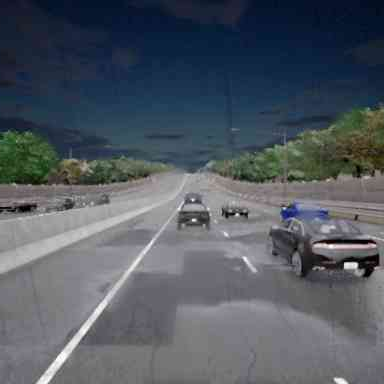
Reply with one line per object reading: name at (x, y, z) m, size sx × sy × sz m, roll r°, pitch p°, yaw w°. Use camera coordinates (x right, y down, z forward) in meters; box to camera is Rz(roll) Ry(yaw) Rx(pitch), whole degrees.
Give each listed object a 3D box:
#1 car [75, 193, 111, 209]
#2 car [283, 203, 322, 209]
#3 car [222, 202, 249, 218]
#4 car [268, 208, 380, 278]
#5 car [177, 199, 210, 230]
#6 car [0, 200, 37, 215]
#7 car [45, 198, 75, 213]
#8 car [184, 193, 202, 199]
car at (-10.506, 1.151, 36.417) m, size 2.150 × 2.045 × 5.566 m, roll 0°, pitch 0°, yaw 1°
car at (7.110, 1.416, 21.566) m, size 1.882 × 1.535 × 5.008 m, roll 0°, pitch 0°, yaw 0°
car at (3.614, 1.531, 28.733) m, size 1.895 × 1.301 × 4.718 m, roll 0°, pitch 0°, yaw 0°
car at (3.604, 1.454, 9.969) m, size 2.128 × 1.511 × 4.902 m, roll 0°, pitch 0°, yaw 0°
car at (0.110, 1.417, 20.858) m, size 1.882 × 1.535 × 5.008 m, roll 0°, pitch 0°, yaw 0°
car at (-17.534, 1.528, 33.444) m, size 1.895 × 1.301 × 4.718 m, roll 0°, pitch 0°, yaw 0°
car at (-14.015, 1.433, 35.668) m, size 1.837 × 1.490 × 4.892 m, roll 0°, pitch -1°, yaw 1°
car at (0.120, 1.136, 42.349) m, size 2.150 × 2.045 × 5.566 m, roll 0°, pitch 0°, yaw 0°
